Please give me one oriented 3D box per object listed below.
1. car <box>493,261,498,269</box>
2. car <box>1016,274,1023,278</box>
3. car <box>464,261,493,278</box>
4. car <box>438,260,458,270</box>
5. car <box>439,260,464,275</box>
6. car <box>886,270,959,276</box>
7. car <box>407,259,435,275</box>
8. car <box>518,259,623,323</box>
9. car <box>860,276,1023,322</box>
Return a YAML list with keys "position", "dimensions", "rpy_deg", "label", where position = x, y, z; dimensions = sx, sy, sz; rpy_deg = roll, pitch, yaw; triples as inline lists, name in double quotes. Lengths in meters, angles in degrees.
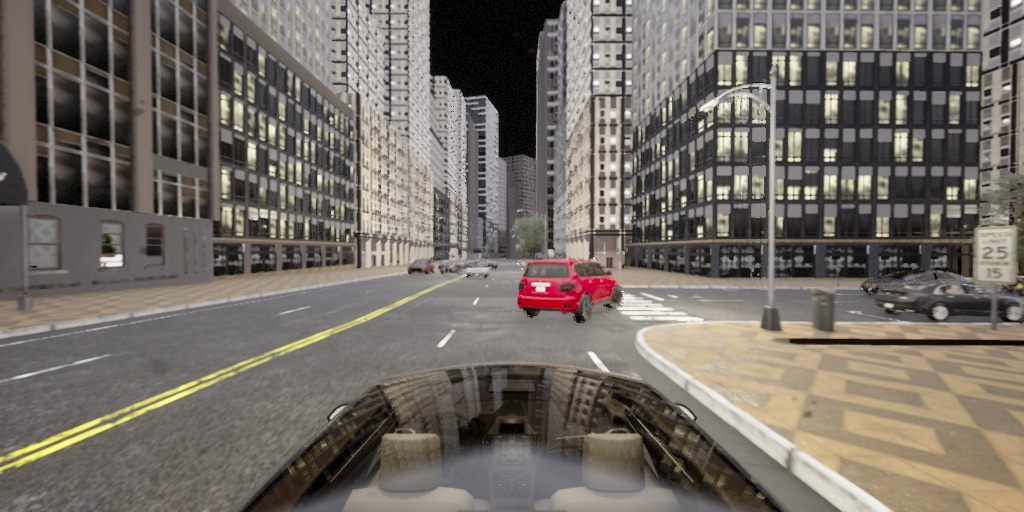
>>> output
- position: [-3.175, 1.388, 55.865]
  dimensions: [1.895, 1.301, 4.718]
  rpy_deg: [0, 0, 0]
  label: "car"
- position: [32.733, 1.511, 21.829]
  dimensions: [4.097, 1.591, 1.967]
  rpy_deg: [0, 0, -1]
  label: "car"
- position: [-3.167, 1.374, 34.431]
  dimensions: [1.895, 1.301, 4.718]
  rpy_deg: [0, 0, 0]
  label: "car"
- position: [-9.826, 1.334, 55.133]
  dimensions: [2.033, 1.411, 5.357]
  rpy_deg: [0, 0, 1]
  label: "car"
- position: [-6.602, 1.339, 39.307]
  dimensions: [1.994, 1.385, 4.181]
  rpy_deg: [0, 0, 0]
  label: "car"
- position: [21.452, 1.503, 19.079]
  dimensions: [4.892, 1.490, 1.837]
  rpy_deg: [0, 1, -1]
  label: "car"
- position: [-9.852, 1.125, 39.130]
  dimensions: [2.097, 1.767, 4.553]
  rpy_deg: [0, 0, 0]
  label: "car"
- position: [2.327, 1.114, 13.412]
  dimensions: [2.150, 2.045, 5.566]
  rpy_deg: [-1, 0, 32]
  label: "car"
- position: [15.909, 1.586, 13.103]
  dimensions: [4.403, 1.370, 2.007]
  rpy_deg: [0, 0, -1]
  label: "car"
